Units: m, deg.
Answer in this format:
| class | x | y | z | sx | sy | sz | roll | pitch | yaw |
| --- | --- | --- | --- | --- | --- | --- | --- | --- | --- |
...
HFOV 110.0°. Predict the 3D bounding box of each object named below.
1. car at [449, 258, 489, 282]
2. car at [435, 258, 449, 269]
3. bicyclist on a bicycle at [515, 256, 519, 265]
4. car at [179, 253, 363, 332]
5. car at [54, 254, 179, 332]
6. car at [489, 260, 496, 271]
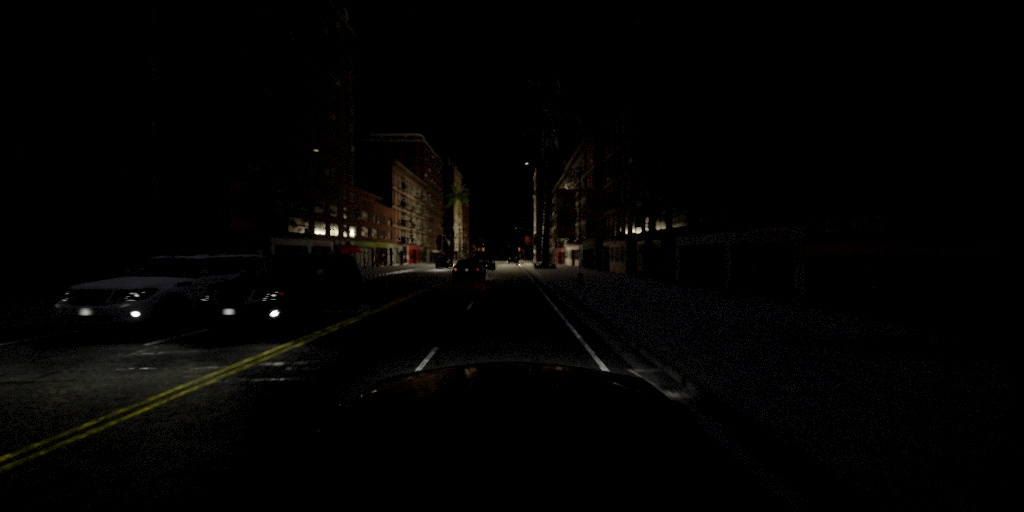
| class | x | y | z | sx | sy | sz | roll | pitch | yaw |
| --- | --- | --- | --- | --- | --- | --- | --- | --- | --- |
| car | -3.150 | 0.986 | 27.094 | 2.097 | 1.767 | 4.553 | 0 | 0 | 0 |
| car | -9.821 | 1.057 | 51.643 | 2.128 | 1.511 | 4.902 | 0 | 0 | 0 |
| bicyclist on a bicycle | 0.886 | 0.997 | 63.481 | 0.866 | 1.612 | 1.509 | 0 | 0 | 0 |
| car | -6.601 | 0.930 | 11.119 | 2.150 | 2.045 | 5.566 | 0 | 0 | 0 |
| car | -9.851 | 0.931 | 11.038 | 2.150 | 2.045 | 5.566 | 0 | 0 | 0 |
| car | -3.150 | 1.138 | 46.414 | 1.994 | 1.385 | 4.181 | 0 | 0 | 0 |
